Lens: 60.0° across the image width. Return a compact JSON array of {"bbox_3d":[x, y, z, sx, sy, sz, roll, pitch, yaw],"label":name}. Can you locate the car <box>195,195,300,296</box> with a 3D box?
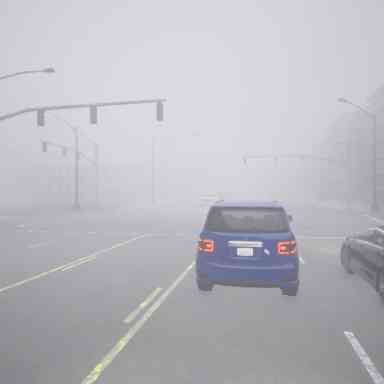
[{"bbox_3d":[1.507,1.222,8.903,2.150,2.045,5.566,0,0,11],"label":"car"}]

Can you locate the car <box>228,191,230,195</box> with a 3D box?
[{"bbox_3d":[6.588,0.741,67.884,2.150,2.045,5.566,0,1,12],"label":"car"}]

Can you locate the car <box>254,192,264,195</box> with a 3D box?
[{"bbox_3d":[15.223,0.860,75.415,1.837,1.490,4.892,0,1,11],"label":"car"}]

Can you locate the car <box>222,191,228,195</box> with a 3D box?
[{"bbox_3d":[4.492,0.926,57.643,2.150,2.045,5.566,0,1,11],"label":"car"}]

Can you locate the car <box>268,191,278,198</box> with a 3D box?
[{"bbox_3d":[20.677,0.552,84.966,2.097,1.767,4.553,0,1,11],"label":"car"}]

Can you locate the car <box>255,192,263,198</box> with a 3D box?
[{"bbox_3d":[17.170,0.755,85.272,1.994,1.385,4.181,0,1,11],"label":"car"}]

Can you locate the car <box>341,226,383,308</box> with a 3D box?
[{"bbox_3d":[4.801,1.492,7.515,2.128,1.511,4.902,0,0,11],"label":"car"}]

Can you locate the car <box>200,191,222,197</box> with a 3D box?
[{"bbox_3d":[2.470,1.079,47.455,2.150,2.045,5.566,0,1,11],"label":"car"}]

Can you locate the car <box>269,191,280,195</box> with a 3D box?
[{"bbox_3d":[18.702,0.881,74.961,2.128,1.511,4.902,0,1,11],"label":"car"}]
